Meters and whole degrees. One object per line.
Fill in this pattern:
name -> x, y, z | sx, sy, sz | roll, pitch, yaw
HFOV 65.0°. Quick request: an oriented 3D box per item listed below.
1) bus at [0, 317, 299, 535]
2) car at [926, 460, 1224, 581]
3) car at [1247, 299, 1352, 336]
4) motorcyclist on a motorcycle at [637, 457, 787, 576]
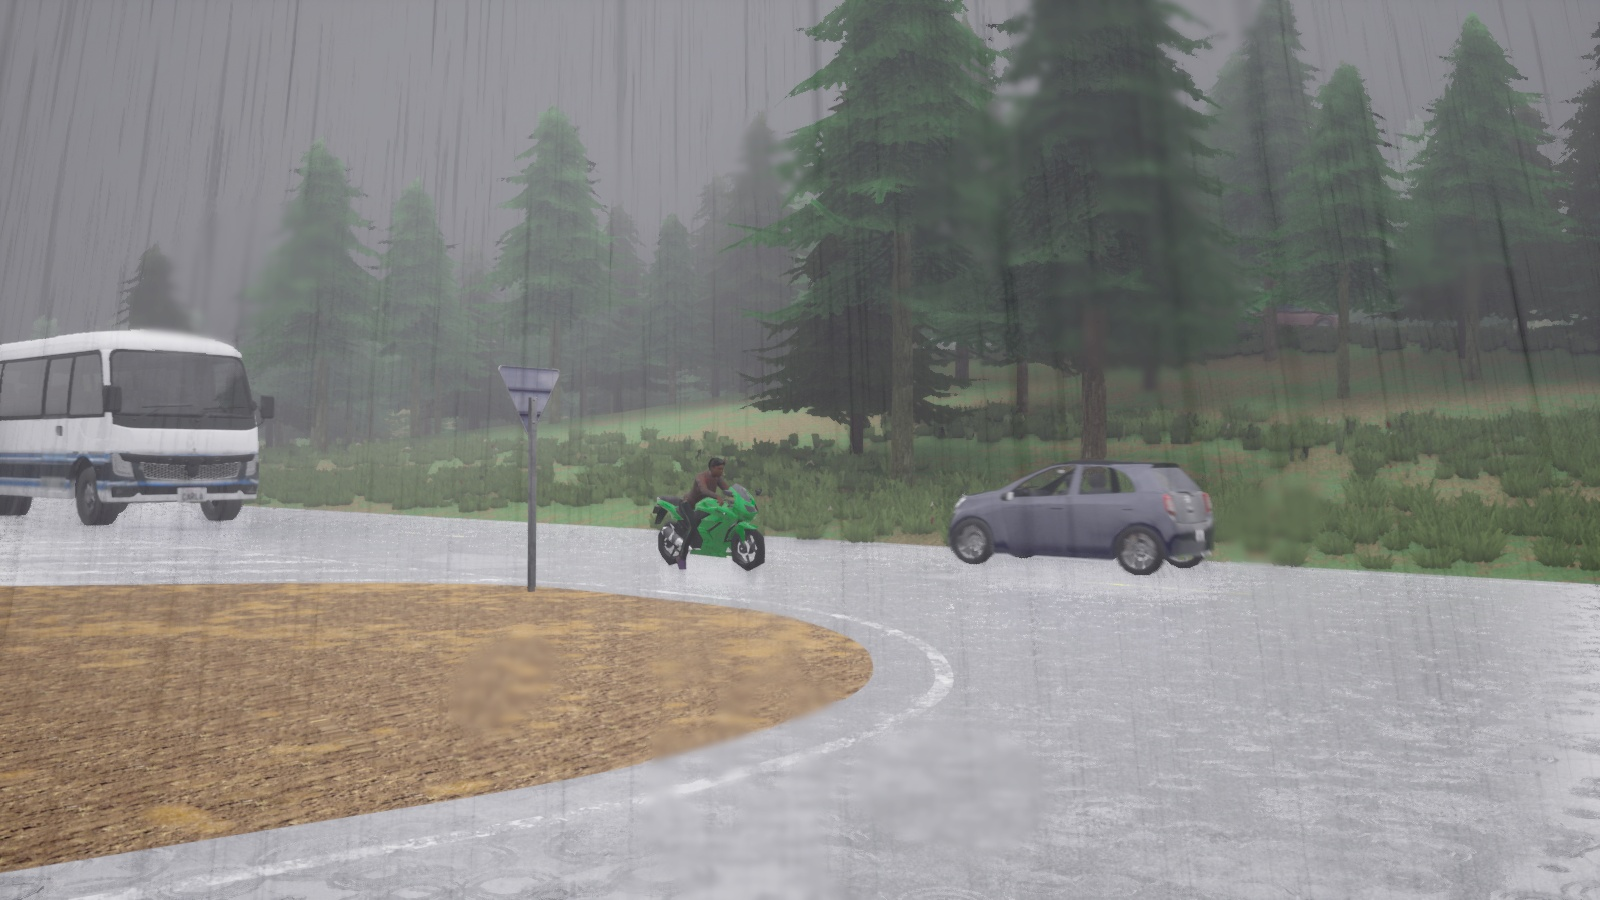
bus -> -16.250, -0.453, 29.313 | 10.273, 4.253, 3.944 | 0, 0, 39
car -> 3.799, 0.898, 17.597 | 3.633, 1.501, 1.845 | 0, 0, 39
car -> 22.887, -6.059, 57.566 | 4.181, 1.385, 1.994 | 2, 1, 31
motorcyclist on a motorcycle -> -1.223, 0.864, 17.152 | 2.044, 1.523, 0.797 | 0, 0, 39
